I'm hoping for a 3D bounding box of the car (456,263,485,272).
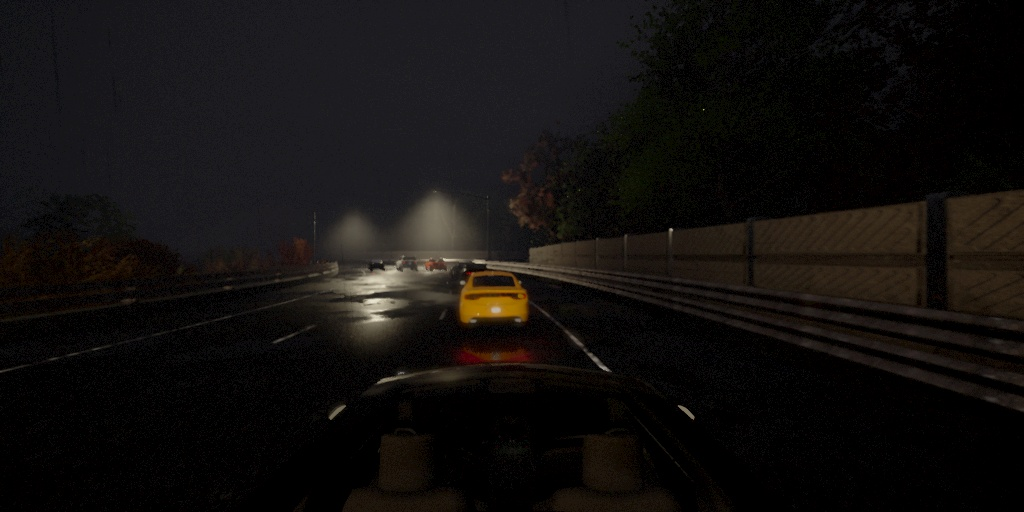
[{"bbox_3d":[-2.489,1.243,23.645,1.837,1.490,4.892,0,-1,-11],"label":"car"}]

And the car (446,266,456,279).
[{"bbox_3d":[-4.186,1.287,31.183,2.033,1.411,5.357,0,0,-17],"label":"car"}]

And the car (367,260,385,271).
[{"bbox_3d":[-18.556,1.241,48.858,2.128,1.511,4.902,0,0,-27],"label":"car"}]

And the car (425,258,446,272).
[{"bbox_3d":[-10.133,1.091,47.429,2.097,1.767,4.553,0,0,-24],"label":"car"}]

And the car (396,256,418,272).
[{"bbox_3d":[-13.897,0.966,47.347,2.150,2.045,5.566,0,0,-24],"label":"car"}]

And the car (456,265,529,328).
[{"bbox_3d":[-0.651,1.223,11.522,1.882,1.535,5.008,0,0,-6],"label":"car"}]
